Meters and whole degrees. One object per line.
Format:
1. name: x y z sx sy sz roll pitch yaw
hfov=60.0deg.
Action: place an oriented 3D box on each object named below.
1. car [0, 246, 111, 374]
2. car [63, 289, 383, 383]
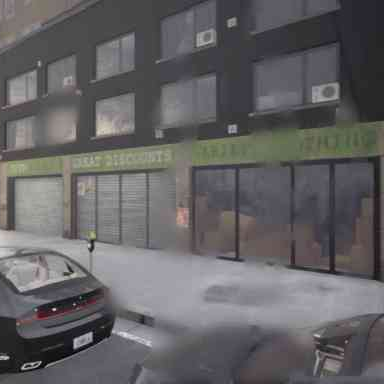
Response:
1. car: -3.089 1.550 5.272 4.403 1.369 2.008 0 0 35
2. car: 1.417 1.551 2.077 4.403 1.369 2.008 0 0 35
